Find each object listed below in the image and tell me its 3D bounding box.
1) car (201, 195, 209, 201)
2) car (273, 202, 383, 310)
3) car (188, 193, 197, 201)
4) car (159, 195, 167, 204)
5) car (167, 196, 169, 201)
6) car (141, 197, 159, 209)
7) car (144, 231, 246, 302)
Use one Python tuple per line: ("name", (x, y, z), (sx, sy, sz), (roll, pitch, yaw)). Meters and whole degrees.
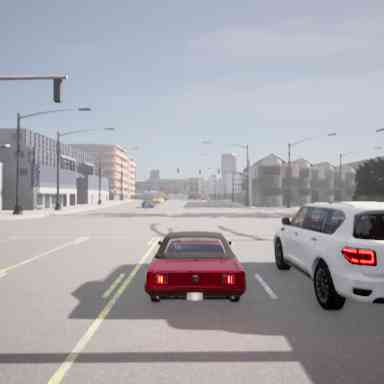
("car", (3.531, 1.472, 89.274), (2.097, 1.767, 4.553), (0, -1, 0))
("car", (3.566, 1.229, 7.953), (2.150, 2.045, 5.566), (0, 0, 0))
("car", (0.031, 1.338, 88.921), (2.150, 2.045, 5.566), (0, -1, 0))
("car", (-6.976, 1.739, 69.390), (1.882, 1.535, 5.008), (0, 1, 0))
("car", (-6.970, 1.607, 85.087), (1.837, 1.490, 4.892), (0, 0, 0))
("car", (-7.067, 1.878, 53.820), (2.128, 1.511, 4.902), (0, 0, 0))
("car", (0.072, 1.613, 8.246), (1.895, 1.301, 4.718), (0, 0, 0))
